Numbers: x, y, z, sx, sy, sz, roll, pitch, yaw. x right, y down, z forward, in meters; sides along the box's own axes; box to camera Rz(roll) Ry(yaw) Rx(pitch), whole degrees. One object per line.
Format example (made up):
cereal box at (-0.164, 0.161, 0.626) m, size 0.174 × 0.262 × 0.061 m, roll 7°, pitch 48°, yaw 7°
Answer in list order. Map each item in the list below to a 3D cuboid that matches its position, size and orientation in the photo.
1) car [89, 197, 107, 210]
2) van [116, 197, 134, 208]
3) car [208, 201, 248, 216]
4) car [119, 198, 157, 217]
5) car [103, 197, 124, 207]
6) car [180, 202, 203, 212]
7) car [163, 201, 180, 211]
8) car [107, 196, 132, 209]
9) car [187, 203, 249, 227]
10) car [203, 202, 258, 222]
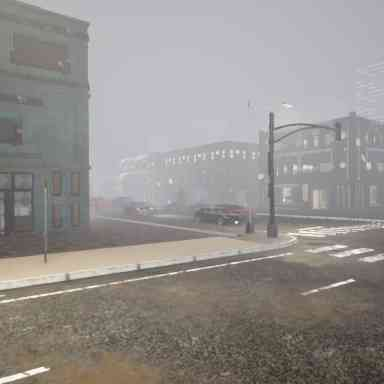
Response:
car at (-15.308, 1.804, 54.483) m, size 2.150 × 2.045 × 5.566 m, roll -1°, pitch 0°, yaw -35°
van at (-12.048, 1.905, 59.706) m, size 1.690 × 1.788 × 3.998 m, roll -1°, pitch 0°, yaw -35°
car at (3.987, 1.807, 37.146) m, size 2.008 × 1.369 × 4.403 m, roll -2°, pitch 0°, yaw -35°
car at (-6.052, 1.845, 36.802) m, size 1.967 × 1.590 × 4.097 m, roll -1°, pitch 0°, yaw -35°
car at (-15.255, 1.937, 64.218) m, size 2.192 × 1.841 × 5.009 m, roll -1°, pitch 0°, yaw -35°
car at (0.782, 1.902, 41.659) m, size 1.802 × 1.307 × 4.206 m, roll -2°, pitch 0°, yaw -35°
car at (-2.424, 1.964, 46.170) m, size 1.802 × 1.307 × 4.206 m, roll -2°, pitch 0°, yaw -35°
car at (-11.475, 1.758, 54.441) m, size 2.150 × 2.045 × 5.566 m, roll -1°, pitch -1°, yaw -35°
car at (1.890, 1.813, 25.421) m, size 1.947 × 1.339 × 4.313 m, roll -2°, pitch 0°, yaw -35°
car at (3.339, 1.712, 28.072) m, size 1.882 × 1.535 × 5.008 m, roll -1°, pitch 0°, yaw -35°
